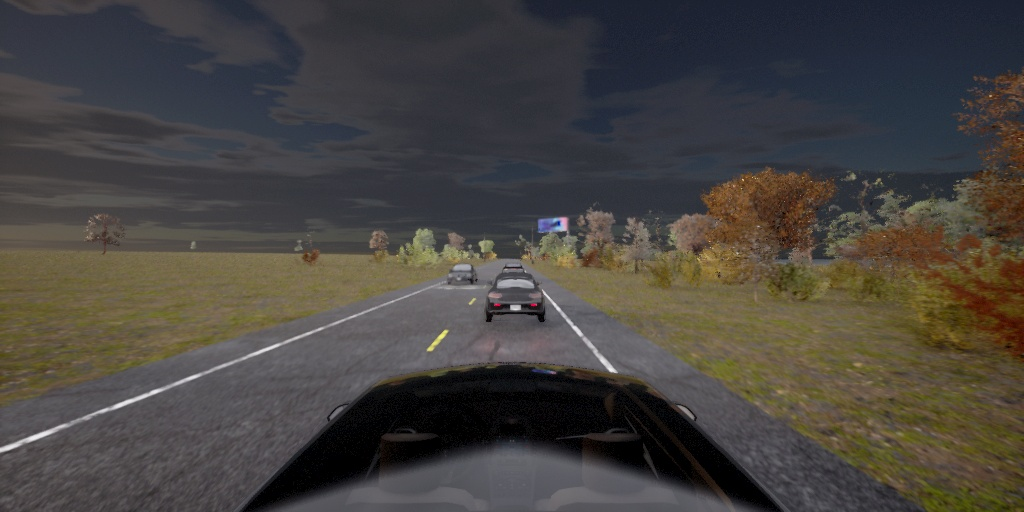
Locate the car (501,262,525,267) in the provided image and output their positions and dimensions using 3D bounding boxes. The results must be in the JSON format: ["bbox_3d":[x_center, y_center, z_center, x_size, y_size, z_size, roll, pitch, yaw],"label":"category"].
[{"bbox_3d":[0.108,1.253,30.135,2.128,1.511,4.902,0,0,0],"label":"car"}]

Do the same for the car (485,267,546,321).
[{"bbox_3d":[0.103,1.279,12.347,1.812,1.442,4.674,0,0,0],"label":"car"}]

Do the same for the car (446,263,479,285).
[{"bbox_3d":[-3.586,1.285,26.556,1.812,1.442,4.674,0,0,0],"label":"car"}]
